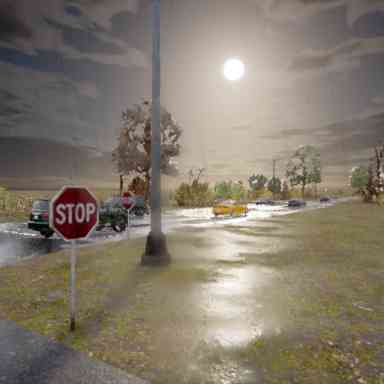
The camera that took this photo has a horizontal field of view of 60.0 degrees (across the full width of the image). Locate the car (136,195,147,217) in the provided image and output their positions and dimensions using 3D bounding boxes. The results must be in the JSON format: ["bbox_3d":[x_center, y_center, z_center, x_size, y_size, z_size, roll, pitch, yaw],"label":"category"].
[{"bbox_3d":[-6.459,1.334,29.753,2.150,2.045,5.566,0,0,34],"label":"car"}]

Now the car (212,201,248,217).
[{"bbox_3d":[3.856,1.590,32.585,1.882,1.535,5.008,0,0,34],"label":"car"}]

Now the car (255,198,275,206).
[{"bbox_3d":[12.929,1.721,58.840,2.033,1.411,5.357,0,0,34],"label":"car"}]

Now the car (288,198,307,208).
[{"bbox_3d":[16.253,1.684,51.228,1.837,1.490,4.892,0,0,33],"label":"car"}]

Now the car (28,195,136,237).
[{"bbox_3d":[-5.884,1.282,17.972,2.150,2.045,5.566,0,0,34],"label":"car"}]

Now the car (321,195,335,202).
[{"bbox_3d":[33.798,1.737,83.595,1.837,1.490,4.892,0,0,33],"label":"car"}]
